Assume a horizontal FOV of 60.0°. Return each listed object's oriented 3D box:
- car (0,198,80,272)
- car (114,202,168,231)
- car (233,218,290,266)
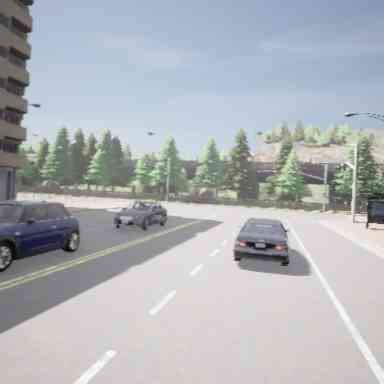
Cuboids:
[{"bbox_3d":[-5.274,1.056,9.780,2.097,1.767,4.553,3,0,14],"label":"car"},{"bbox_3d":[-2.881,1.328,19.708,2.128,1.511,4.902,3,0,14],"label":"car"},{"bbox_3d":[2.653,1.694,12.477,2.033,1.411,5.357,3,0,14],"label":"car"}]
